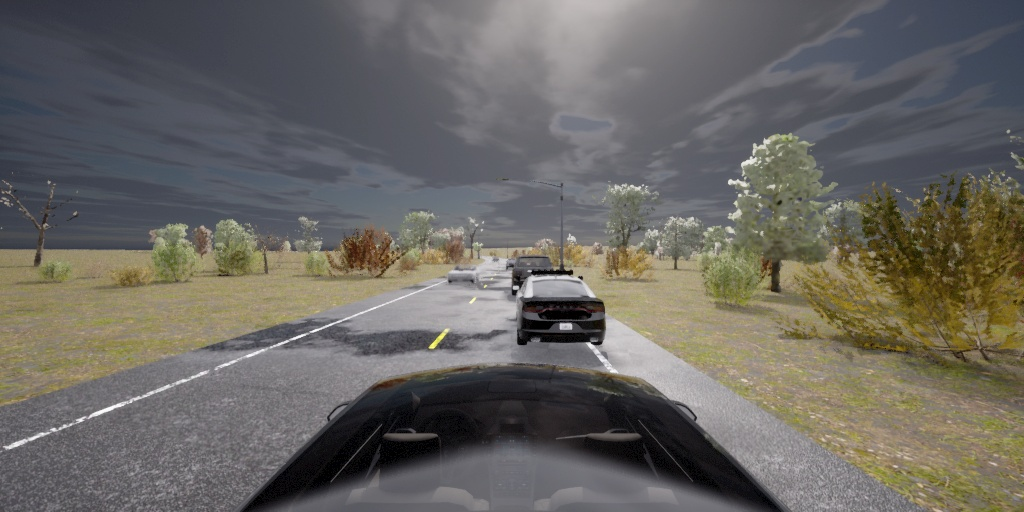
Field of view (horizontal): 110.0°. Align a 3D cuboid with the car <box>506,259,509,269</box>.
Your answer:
[{"bbox_3d":[0.074,1.209,52.232,2.033,1.411,5.357,0,0,1],"label":"car"}]

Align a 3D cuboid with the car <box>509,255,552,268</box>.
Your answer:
[{"bbox_3d":[1.057,0.957,19.512,2.150,2.045,5.566,0,0,0],"label":"car"}]

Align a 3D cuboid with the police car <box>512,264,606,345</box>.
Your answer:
[{"bbox_3d":[1.053,1.170,9.592,1.930,1.638,5.238,0,0,0],"label":"police car"}]

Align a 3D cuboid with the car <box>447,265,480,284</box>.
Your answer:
[{"bbox_3d":[-3.491,1.323,26.398,1.895,1.301,4.718,0,0,0],"label":"car"}]
